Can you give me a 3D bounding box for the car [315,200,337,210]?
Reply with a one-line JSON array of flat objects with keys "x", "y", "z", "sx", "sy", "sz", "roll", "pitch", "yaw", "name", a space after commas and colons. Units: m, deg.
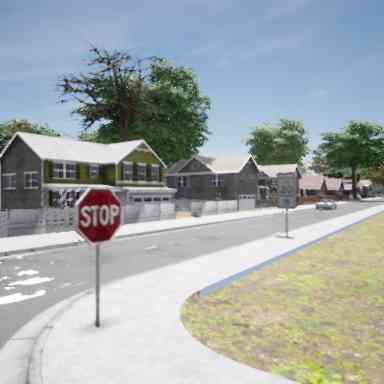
[{"x": 17.818, "y": 1.666, "z": 44.118, "sx": 1.895, "sy": 1.301, "sz": 4.718, "roll": -1, "pitch": 0, "yaw": 35, "name": "car"}]
